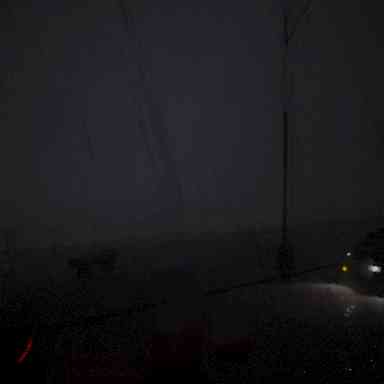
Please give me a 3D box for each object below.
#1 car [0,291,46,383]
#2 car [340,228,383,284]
[{"bbox_3d":[-3.628,1.478,2.026,5.008,1.535,1.882,0,0,-35],"label":"car"},{"bbox_3d":[5.733,1.553,8.665,4.181,1.385,1.994,0,0,-36],"label":"car"}]
